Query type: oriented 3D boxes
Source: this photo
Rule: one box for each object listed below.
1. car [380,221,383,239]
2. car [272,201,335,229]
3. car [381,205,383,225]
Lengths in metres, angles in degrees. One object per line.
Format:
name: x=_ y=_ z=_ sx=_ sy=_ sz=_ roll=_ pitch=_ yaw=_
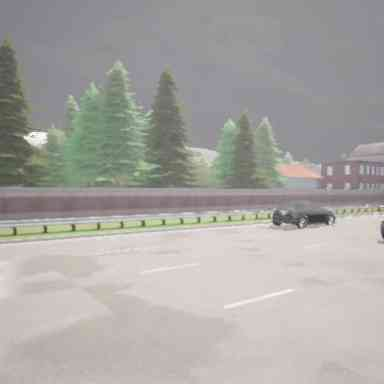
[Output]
car: x=10.622 y=1.544 z=15.616 sx=4.674 sy=1.442 sz=1.812 roll=0 pitch=0 yaw=-35
car: x=7.442 y=1.371 z=21.949 sx=4.553 sy=1.767 sz=2.097 roll=0 pitch=0 yaw=-35
car: x=15.299 y=1.591 z=23.254 sx=4.181 sy=1.385 sz=1.994 roll=0 pitch=0 yaw=-35
